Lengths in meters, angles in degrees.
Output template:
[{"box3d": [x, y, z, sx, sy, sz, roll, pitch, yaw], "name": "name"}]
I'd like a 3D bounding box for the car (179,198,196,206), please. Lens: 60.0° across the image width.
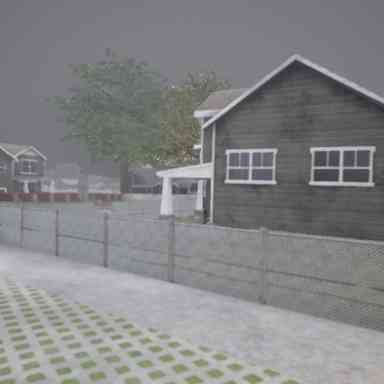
[{"box3d": [-0.494, 1.467, 47.023, 1.895, 1.301, 4.718, 2, 1, 38], "name": "car"}]
